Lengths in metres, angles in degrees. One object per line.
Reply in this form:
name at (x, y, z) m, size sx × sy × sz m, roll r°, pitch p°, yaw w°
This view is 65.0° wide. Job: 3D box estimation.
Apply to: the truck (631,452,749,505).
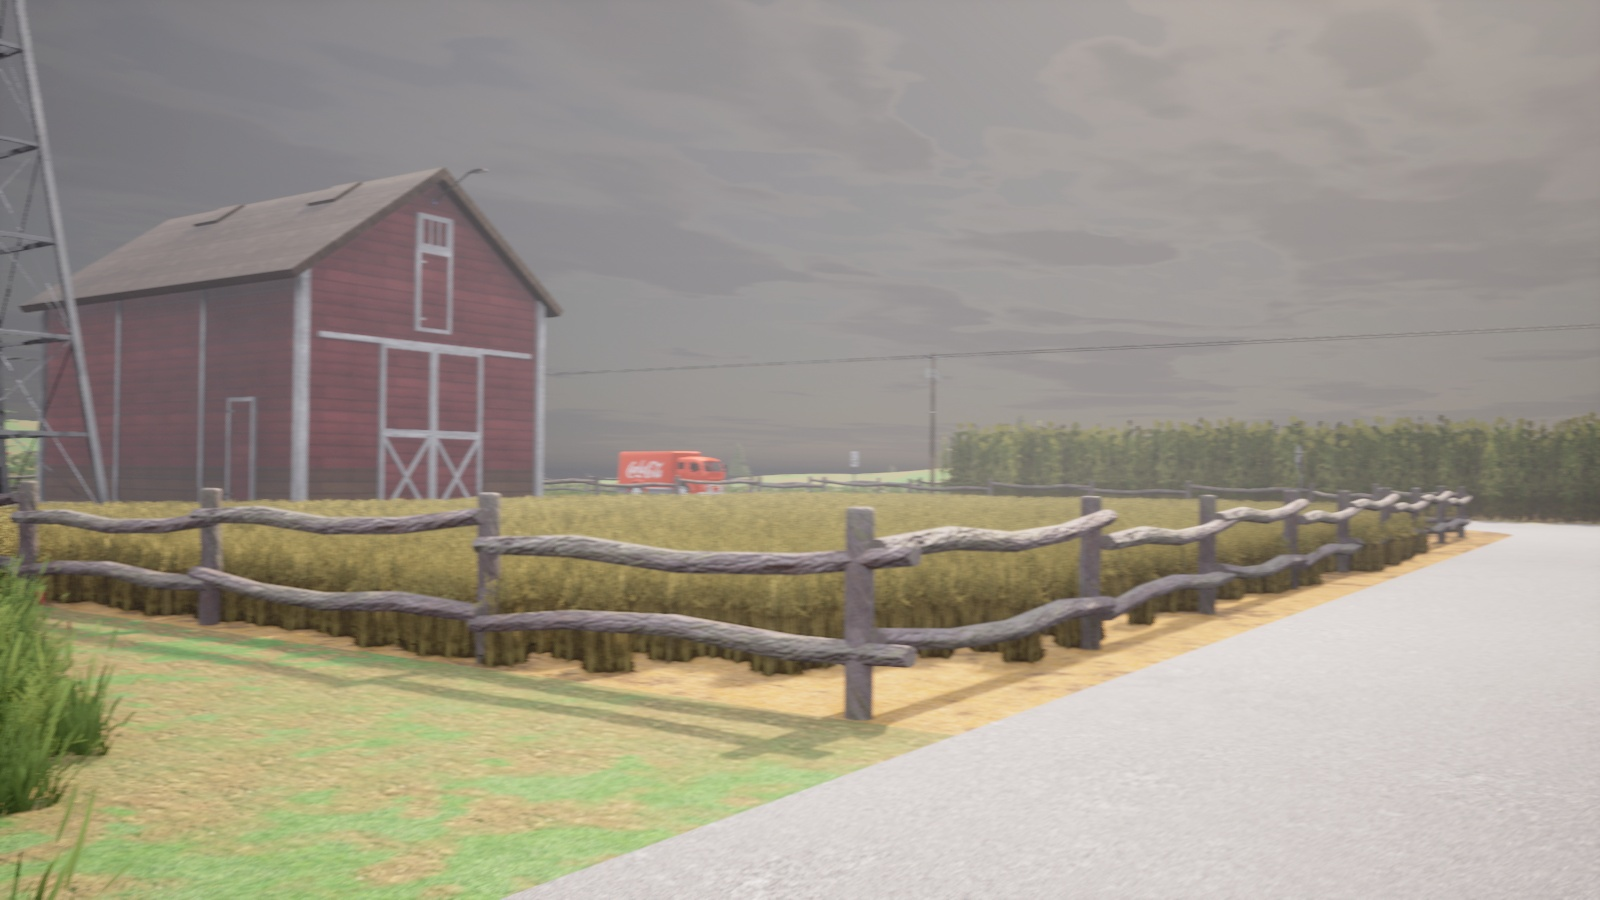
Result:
truck at (-5.308, 1.349, 60.334) m, size 5.204 × 2.467 × 2.627 m, roll -1°, pitch -1°, yaw 35°
